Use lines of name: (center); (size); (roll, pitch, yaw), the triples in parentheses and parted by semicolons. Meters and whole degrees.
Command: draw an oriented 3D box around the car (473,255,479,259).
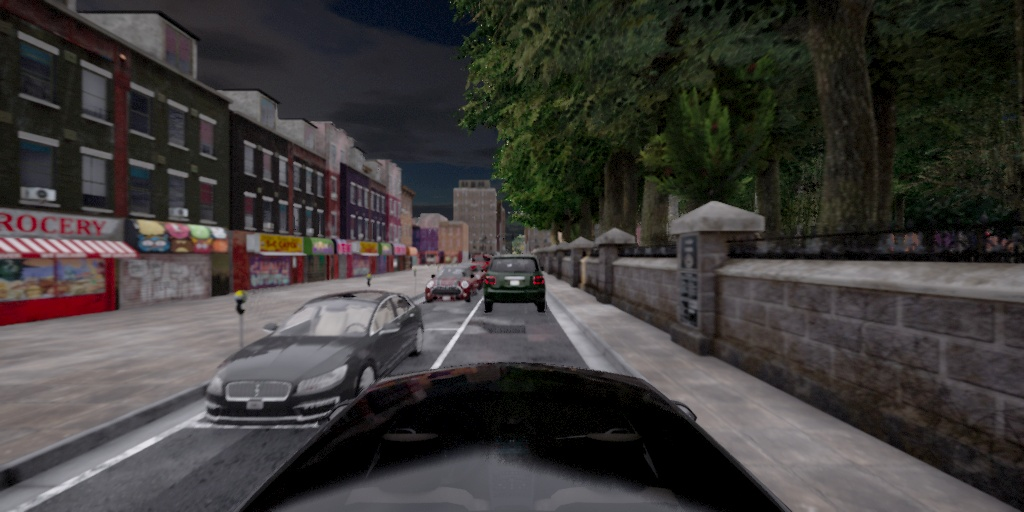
car: (-2.741, 0.937, 34.644); (2.150, 2.045, 5.566); (0, 0, 0)

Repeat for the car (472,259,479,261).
car: (-2.641, 1.167, 21.696); (1.967, 1.591, 4.097); (0, 0, 0)

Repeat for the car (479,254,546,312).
car: (0.096, 0.957, 14.264); (2.150, 2.045, 5.566); (0, 0, 0)

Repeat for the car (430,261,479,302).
car: (-2.644, 1.173, 16.424); (1.967, 1.591, 4.097); (0, 0, 0)

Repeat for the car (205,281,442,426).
car: (-2.650, 1.296, 5.885); (2.007, 1.370, 4.403); (0, 0, 0)
